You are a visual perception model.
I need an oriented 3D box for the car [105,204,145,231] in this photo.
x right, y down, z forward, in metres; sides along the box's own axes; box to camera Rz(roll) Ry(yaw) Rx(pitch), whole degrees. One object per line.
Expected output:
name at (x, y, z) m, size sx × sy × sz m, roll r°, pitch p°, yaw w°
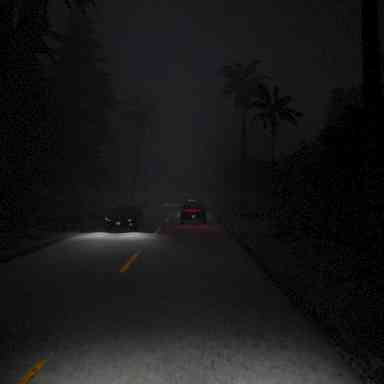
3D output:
car at (-4.104, 1.521, 20.975) m, size 1.837 × 1.490 × 4.892 m, roll 0°, pitch 0°, yaw 0°

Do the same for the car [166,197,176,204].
car at (-4.020, 1.589, 64.427) m, size 2.033 × 1.411 × 5.357 m, roll 0°, pitch 0°, yaw 0°

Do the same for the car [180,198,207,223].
car at (0.094, 1.509, 25.562) m, size 2.128 × 1.511 × 4.902 m, roll 0°, pitch 0°, yaw 0°
